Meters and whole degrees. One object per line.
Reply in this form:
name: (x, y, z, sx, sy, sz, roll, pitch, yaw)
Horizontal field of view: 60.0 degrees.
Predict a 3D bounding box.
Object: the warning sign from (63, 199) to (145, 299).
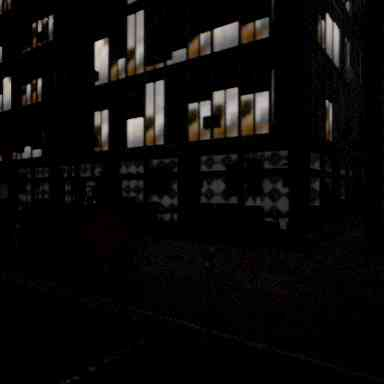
warning sign: (-1.855, 1.097, 7.118, 1.060, 1.860, 1.300, 0, 0, 35)
